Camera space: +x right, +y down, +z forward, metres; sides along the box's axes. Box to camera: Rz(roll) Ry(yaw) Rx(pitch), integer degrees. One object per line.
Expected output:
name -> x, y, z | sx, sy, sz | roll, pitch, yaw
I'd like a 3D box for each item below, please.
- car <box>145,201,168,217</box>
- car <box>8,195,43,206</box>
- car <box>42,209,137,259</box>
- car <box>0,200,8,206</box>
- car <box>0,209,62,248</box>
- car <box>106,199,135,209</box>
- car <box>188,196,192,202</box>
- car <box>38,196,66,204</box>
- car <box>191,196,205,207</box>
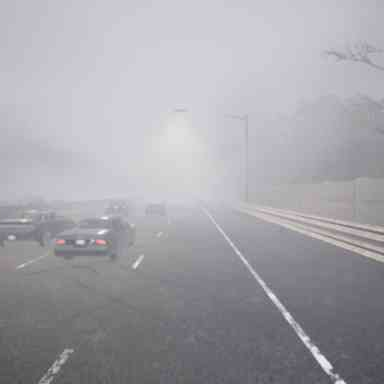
car -> -3.413, 1.601, 32.680 | 2.128, 1.511, 4.902 | 0, 0, 0
car -> -21.093, 1.371, 43.388 | 2.150, 2.045, 5.566 | 0, -1, 0
car -> -3.406, 1.588, 12.660 | 2.033, 1.411, 5.357 | 0, 0, 0
car -> -24.592, 1.709, 42.909 | 1.994, 1.385, 4.181 | 0, 0, 0
car -> -6.906, 1.540, 15.165 | 2.128, 1.511, 4.902 | 0, 0, 0
car -> -6.916, 1.460, 32.433 | 2.097, 1.767, 4.553 | 0, 0, 0
car -> -0.029, 1.657, 76.049 | 2.033, 1.411, 5.357 | 0, 0, 0
car -> -17.597, 1.652, 43.066 | 1.837, 1.490, 4.892 | 0, -1, 0
car -> 1.203, 1.733, 56.536 | 1.812, 1.442, 4.674 | 0, 0, 0
